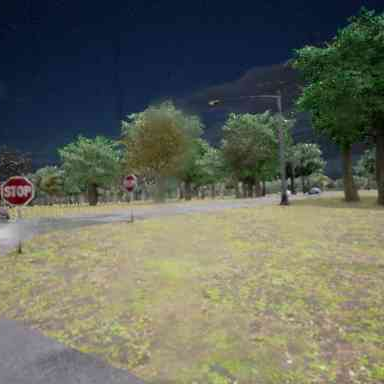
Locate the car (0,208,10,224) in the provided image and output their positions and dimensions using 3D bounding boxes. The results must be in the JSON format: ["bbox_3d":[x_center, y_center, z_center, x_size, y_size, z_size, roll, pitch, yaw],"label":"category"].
[{"bbox_3d":[-13.561,1.439,20.347,1.994,1.385,4.181,-4,-1,34],"label":"car"}]

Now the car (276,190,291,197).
[{"bbox_3d":[18.609,0.245,67.329,1.812,1.442,4.674,-4,-1,34],"label":"car"}]

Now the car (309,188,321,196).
[{"bbox_3d":[24.466,-0.081,66.155,1.812,1.442,4.674,-3,-1,27],"label":"car"}]
